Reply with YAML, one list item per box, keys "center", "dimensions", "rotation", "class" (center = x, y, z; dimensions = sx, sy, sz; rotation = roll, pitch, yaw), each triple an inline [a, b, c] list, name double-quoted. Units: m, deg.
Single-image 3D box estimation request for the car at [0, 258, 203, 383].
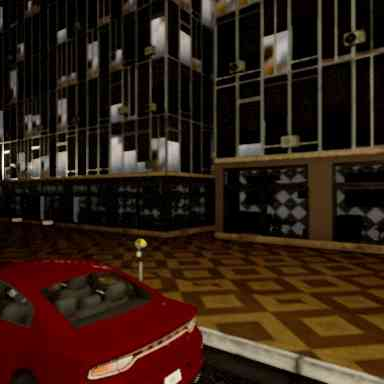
- center: [-1.988, 1.547, 4.297]
  dimensions: [4.507, 1.381, 1.887]
  rotation: [0, 0, 36]
  class: "car"
